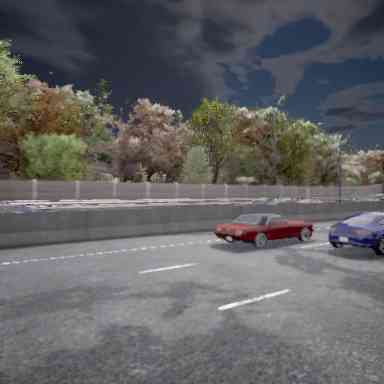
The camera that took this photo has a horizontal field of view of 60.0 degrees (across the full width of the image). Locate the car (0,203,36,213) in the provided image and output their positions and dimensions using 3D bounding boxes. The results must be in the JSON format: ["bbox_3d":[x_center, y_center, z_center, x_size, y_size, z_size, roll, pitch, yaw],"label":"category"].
[{"bbox_3d":[-11.103,1.526,17.569,4.674,1.442,1.812,0,0,-35],"label":"car"}]

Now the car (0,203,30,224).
[{"bbox_3d":[-14.150,1.565,23.991,4.181,1.385,1.994,0,0,-35],"label":"car"}]

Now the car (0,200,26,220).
[{"bbox_3d":[-16.290,1.479,26.764,5.008,1.535,1.882,0,0,-35],"label":"car"}]

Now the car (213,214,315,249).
[{"bbox_3d":[3.323,1.606,14.715,4.718,1.301,1.895,0,0,-36],"label":"car"}]

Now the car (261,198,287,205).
[{"bbox_3d":[11.669,1.530,42.381,4.902,1.511,2.128,0,0,-35],"label":"car"}]

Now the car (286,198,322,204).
[{"bbox_3d":[13.763,1.565,39.571,4.674,1.442,1.812,0,0,-35],"label":"car"}]

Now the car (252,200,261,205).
[{"bbox_3d":[10.125,1.604,45.566,4.181,1.385,1.994,0,0,-35],"label":"car"}]

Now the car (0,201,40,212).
[{"bbox_3d":[-12.084,1.527,21.167,4.674,1.442,1.812,0,0,-35],"label":"car"}]

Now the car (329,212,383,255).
[{"bbox_3d":[7.320,1.532,13.271,4.674,1.442,1.812,0,0,-35],"label":"car"}]

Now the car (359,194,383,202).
[{"bbox_3d":[23.358,1.281,42.100,5.566,2.045,2.150,0,0,-35],"label":"car"}]
